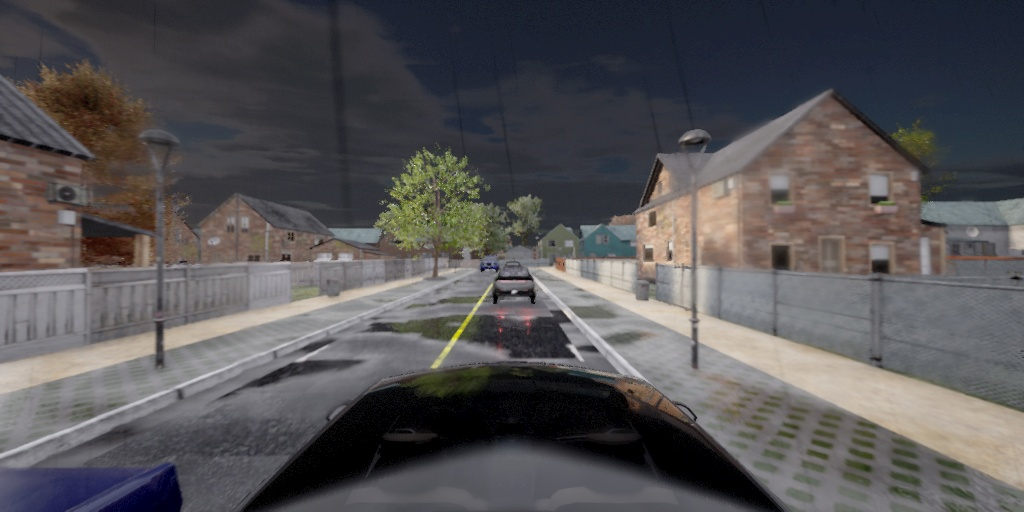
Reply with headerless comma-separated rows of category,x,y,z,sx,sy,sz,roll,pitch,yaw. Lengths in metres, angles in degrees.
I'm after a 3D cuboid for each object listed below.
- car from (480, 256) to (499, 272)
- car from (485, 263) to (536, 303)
car,-2.775,0.973,45.627,2.150,2.045,5.566,0,0,0
car,0.089,1.235,16.651,2.128,1.511,4.902,0,0,0
